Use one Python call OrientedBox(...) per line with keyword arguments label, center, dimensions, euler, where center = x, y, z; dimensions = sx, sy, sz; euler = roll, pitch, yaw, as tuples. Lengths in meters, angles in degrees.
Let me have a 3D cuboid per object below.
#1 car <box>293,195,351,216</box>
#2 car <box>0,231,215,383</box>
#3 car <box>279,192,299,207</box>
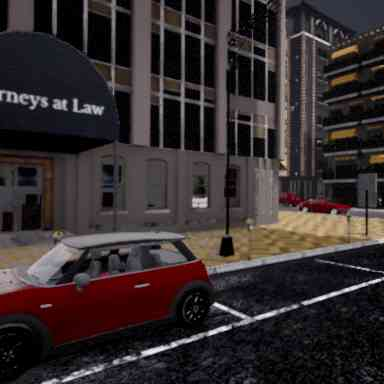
OrientedBox(label="car", center=(11.496, 1.270, 28.928), dimensions=(1.887, 1.381, 4.507), euler=(2, 0, -36))
OrientedBox(label="car", center=(-1.675, 1.441, 5.352), dimensions=(4.097, 1.590, 1.967), euler=(0, 1, -35))
OrientedBox(label="car", center=(11.659, 0.948, 43.012), dimensions=(2.192, 1.841, 5.009), euler=(2, 0, -36))
